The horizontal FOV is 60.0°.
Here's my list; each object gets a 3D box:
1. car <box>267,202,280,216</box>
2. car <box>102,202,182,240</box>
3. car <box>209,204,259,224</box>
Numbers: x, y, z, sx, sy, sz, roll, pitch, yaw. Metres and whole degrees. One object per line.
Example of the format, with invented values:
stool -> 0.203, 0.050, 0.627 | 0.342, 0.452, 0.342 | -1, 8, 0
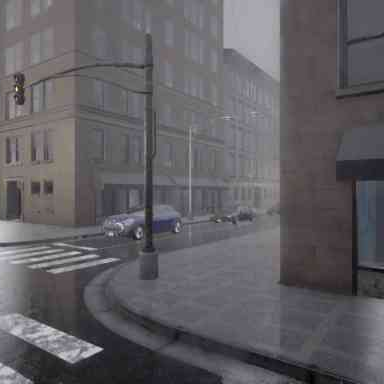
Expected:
car -> 9.667, 1.745, 34.875 | 2.033, 1.411, 5.357 | 0, 0, 36
car -> -2.552, 1.434, 17.688 | 2.097, 1.767, 4.553 | 0, 0, 35
car -> 3.482, 1.687, 26.191 | 2.033, 1.411, 5.357 | 0, 0, 35
